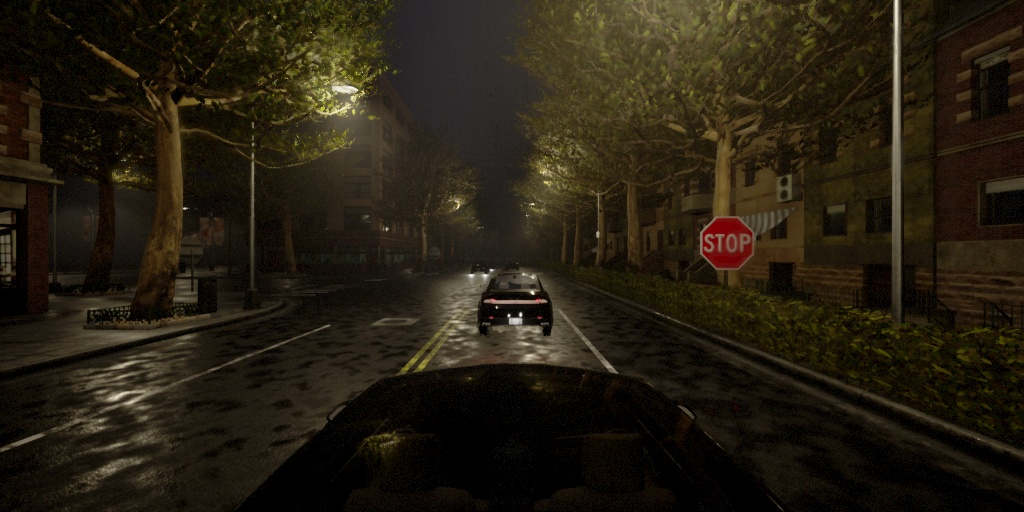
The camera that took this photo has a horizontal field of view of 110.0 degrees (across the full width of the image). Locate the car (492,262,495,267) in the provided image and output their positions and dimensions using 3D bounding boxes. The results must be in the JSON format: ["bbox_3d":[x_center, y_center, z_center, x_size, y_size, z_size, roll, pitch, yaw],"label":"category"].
[{"bbox_3d":[-3.634,1.313,54.447,1.994,1.385,4.181,0,0,0],"label":"car"}]

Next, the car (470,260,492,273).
[{"bbox_3d":[-3.653,1.254,41.532,1.837,1.490,4.892,0,0,1],"label":"car"}]

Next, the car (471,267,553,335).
[{"bbox_3d":[0.081,1.242,10.430,2.128,1.511,4.902,0,0,0],"label":"car"}]

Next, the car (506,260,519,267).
[{"bbox_3d":[0.043,1.296,52.942,2.033,1.411,5.357,0,0,0],"label":"car"}]
